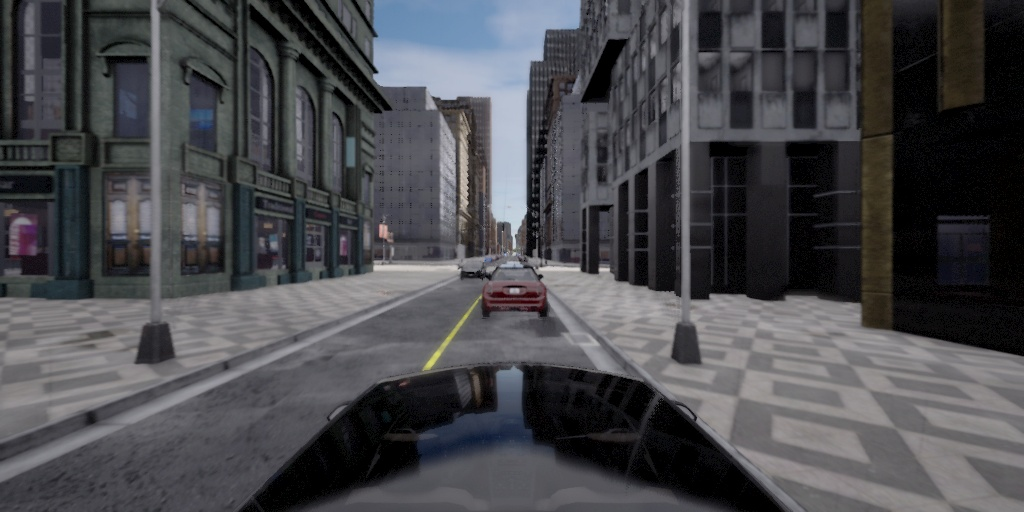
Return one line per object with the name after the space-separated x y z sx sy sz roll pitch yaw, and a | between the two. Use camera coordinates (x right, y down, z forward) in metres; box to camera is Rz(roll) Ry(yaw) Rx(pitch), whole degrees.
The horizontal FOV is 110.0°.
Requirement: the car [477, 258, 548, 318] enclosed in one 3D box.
0.088 1.067 12.956 2.097 1.767 4.553 0 0 0 | car

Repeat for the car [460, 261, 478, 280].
-3.101 1.160 29.338 1.837 1.490 4.892 0 0 0 | car
